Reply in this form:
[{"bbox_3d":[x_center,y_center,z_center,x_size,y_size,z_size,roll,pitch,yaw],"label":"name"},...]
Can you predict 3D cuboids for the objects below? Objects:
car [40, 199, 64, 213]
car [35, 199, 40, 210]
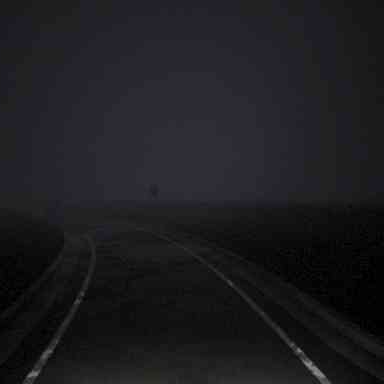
[{"bbox_3d":[-16.429,1.745,39.424,1.994,1.385,4.181,0,0,-30],"label":"car"},{"bbox_3d":[-21.439,1.735,47.989,1.837,1.490,4.892,0,0,-30],"label":"car"}]
